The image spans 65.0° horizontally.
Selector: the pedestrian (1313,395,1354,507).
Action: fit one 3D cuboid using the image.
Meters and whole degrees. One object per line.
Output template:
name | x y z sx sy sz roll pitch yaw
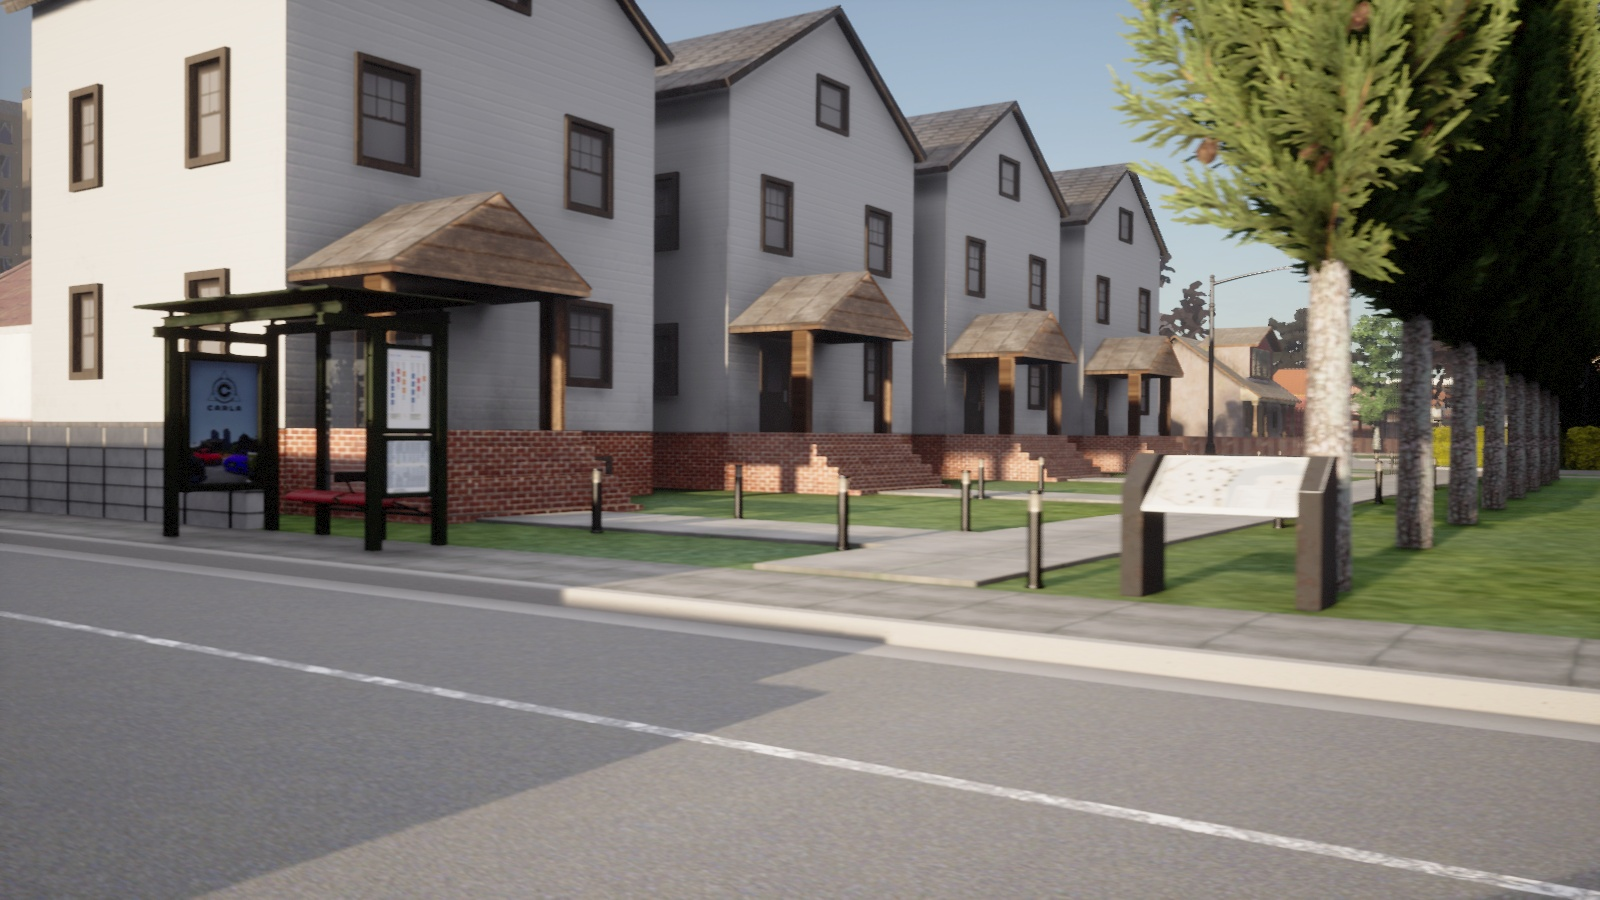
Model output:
pedestrian | 8.857 0.012 20.875 0.354 1.836 0.706 -1 1 -2
